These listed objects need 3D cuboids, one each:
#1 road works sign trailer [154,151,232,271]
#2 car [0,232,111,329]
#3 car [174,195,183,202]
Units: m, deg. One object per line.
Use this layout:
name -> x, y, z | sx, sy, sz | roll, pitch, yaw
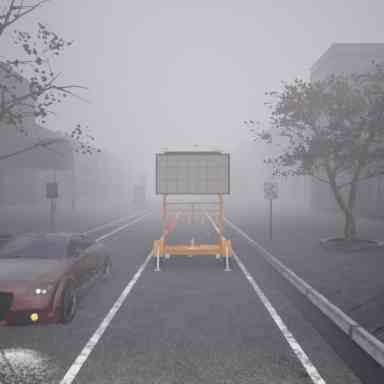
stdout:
road works sign trailer -> 0.023, 0.478, 10.929 | 2.380, 3.560, 2.880 | 0, 0, 0
car -> -3.086, 1.572, 6.998 | 1.994, 1.385, 4.181 | 0, 0, 0
car -> -2.854, 1.452, 70.337 | 1.812, 1.442, 4.674 | 0, 1, 0
